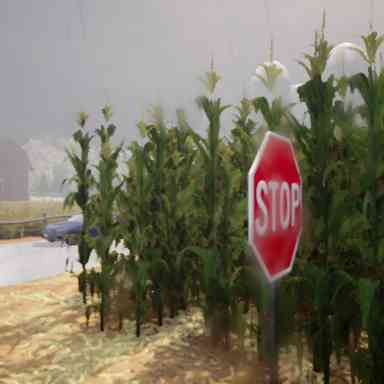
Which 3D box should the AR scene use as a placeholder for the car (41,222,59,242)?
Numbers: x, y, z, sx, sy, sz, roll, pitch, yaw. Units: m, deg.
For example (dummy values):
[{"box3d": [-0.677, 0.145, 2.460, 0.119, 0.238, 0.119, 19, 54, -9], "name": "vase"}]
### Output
[{"box3d": [-5.204, 1.725, 16.889, 1.812, 1.442, 4.674, 0, -1, 37], "name": "car"}]
